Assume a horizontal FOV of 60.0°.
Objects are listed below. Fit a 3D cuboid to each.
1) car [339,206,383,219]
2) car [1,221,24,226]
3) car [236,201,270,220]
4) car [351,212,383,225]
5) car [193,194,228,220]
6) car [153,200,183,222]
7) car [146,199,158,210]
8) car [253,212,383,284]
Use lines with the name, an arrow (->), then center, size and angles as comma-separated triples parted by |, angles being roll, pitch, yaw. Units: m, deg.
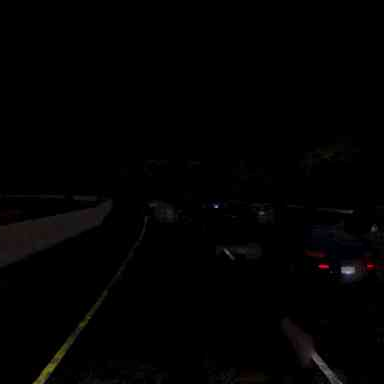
car -> 9.684, 1.459, 17.633 | 1.882, 1.535, 5.008 | 0, 0, -5
car -> -11.805, 1.361, 19.841 | 2.097, 1.767, 4.553 | 0, 0, -6
car -> 5.041, 1.510, 27.581 | 1.812, 1.442, 4.674 | 0, 0, -8
car -> 6.751, 1.514, 9.501 | 1.812, 1.442, 4.674 | 0, 0, -3
car -> 1.476, 1.211, 27.956 | 2.150, 2.045, 5.566 | 0, 0, -8
car -> -1.860, 1.559, 26.279 | 1.994, 1.385, 4.181 | 0, 0, -8
car -> -4.787, 1.593, 42.761 | 1.895, 1.301, 4.718 | 0, 0, -13
car -> 3.254, 1.518, 9.476 | 1.812, 1.442, 4.674 | 0, 0, -3
